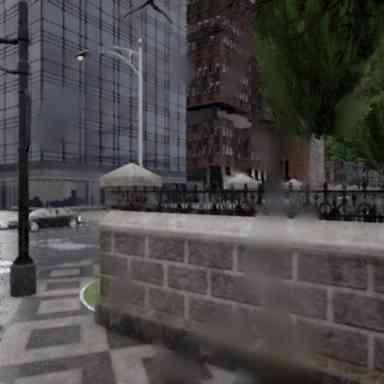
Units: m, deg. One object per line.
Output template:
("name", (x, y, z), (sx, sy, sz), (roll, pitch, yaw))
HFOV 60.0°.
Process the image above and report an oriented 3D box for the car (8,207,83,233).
("car", (-8.876, 1.640, 20.469), (2.008, 1.369, 4.403), (0, -1, 36))
